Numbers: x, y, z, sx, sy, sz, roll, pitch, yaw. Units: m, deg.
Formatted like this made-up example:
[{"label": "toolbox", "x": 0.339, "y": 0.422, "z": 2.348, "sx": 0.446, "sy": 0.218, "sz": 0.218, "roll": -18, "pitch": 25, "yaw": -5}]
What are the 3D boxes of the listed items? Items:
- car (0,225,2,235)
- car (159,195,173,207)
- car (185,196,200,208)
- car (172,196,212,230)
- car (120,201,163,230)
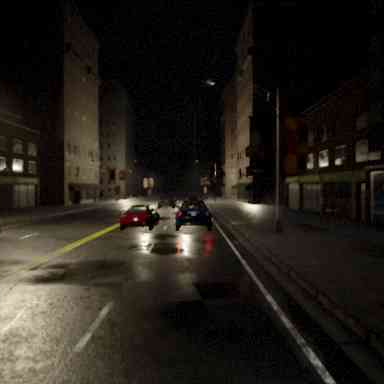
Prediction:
[{"label": "car", "x": -6.562, "y": 1.469, "z": 7.163, "sx": 2.128, "sy": 1.511, "sz": 4.902, "roll": 0, "pitch": 0, "yaw": 0}, {"label": "car", "x": -3.152, "y": 1.171, "z": 42.948, "sx": 2.097, "sy": 1.767, "sz": 4.553, "roll": 0, "pitch": 0, "yaw": 0}, {"label": "car", "x": 0.098, "y": 1.316, "z": 44.034, "sx": 1.837, "sy": 1.490, "sz": 4.892, "roll": 0, "pitch": 0, "yaw": 0}, {"label": "car", "x": 0.093, "y": 1.276, "z": 20.683, "sx": 2.097, "sy": 1.767, "sz": 4.553, "roll": 0, "pitch": 0, "yaw": 0}, {"label": "car", "x": -3.160, "y": 1.490, "z": 20.712, "sx": 1.994, "sy": 1.385, "sz": 4.181, "roll": 0, "pitch": 0, "yaw": 0}]
